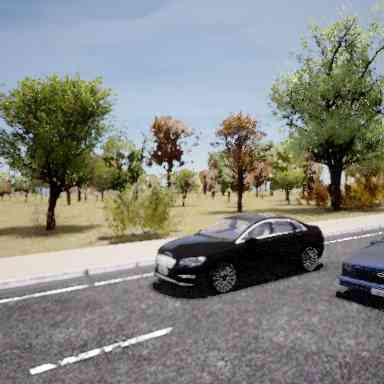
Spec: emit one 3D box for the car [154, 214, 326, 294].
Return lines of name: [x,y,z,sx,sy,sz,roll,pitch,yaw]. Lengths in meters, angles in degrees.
car: [1.391,1.360,8.538,4.902,1.511,2.128,-2,1,-34]

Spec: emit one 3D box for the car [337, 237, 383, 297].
car: [5.555,1.353,7.456,5.357,1.411,2.033,-2,1,-34]
